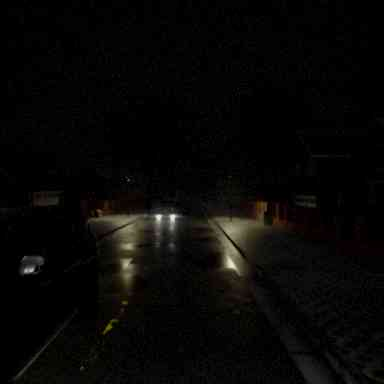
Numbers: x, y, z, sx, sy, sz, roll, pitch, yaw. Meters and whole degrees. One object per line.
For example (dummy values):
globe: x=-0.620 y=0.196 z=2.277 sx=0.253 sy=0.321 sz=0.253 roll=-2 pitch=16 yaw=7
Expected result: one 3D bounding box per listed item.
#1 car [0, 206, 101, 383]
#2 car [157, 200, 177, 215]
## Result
car: x=-2.849 y=1.260 z=4.423 sx=2.150 sy=2.045 sz=5.566 roll=0 pitch=-1 yaw=-1
car: x=-2.799 y=1.721 z=37.665 sx=1.837 sy=1.490 sz=4.892 roll=0 pitch=-1 yaw=0
